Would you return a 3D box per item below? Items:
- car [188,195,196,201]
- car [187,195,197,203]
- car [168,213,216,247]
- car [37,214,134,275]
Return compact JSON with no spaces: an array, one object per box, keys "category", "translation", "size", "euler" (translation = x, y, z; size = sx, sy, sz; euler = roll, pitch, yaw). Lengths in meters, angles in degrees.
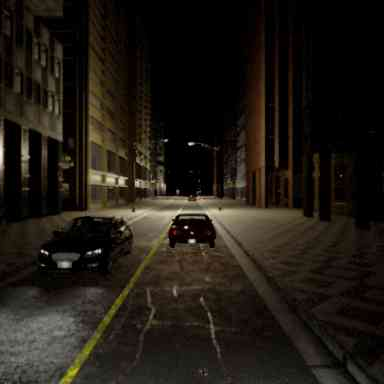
[{"category":"car","translation":[0.026,1.513,82.716],"size":[2.033,1.411,5.357],"euler":[0,0,0]},{"category":"car","translation":[0.024,1.520,72.296],"size":[1.882,1.535,5.008],"euler":[0,0,0]},{"category":"car","translation":[0.004,1.615,15.118],"size":[1.895,1.301,4.718],"euler":[0,0,0]},{"category":"car","translation":[-3.077,1.499,10.502],"size":[2.128,1.511,4.902],"euler":[0,0,0]}]
